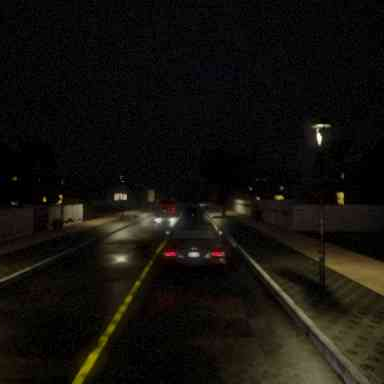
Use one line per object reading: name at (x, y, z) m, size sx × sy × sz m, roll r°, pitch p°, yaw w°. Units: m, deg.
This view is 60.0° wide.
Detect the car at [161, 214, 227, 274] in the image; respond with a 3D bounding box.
car at (0.062, 1.668, 10.965) m, size 2.033 × 1.411 × 5.357 m, roll 0°, pitch -1°, yaw 0°

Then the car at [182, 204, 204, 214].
car at (0.079, 1.841, 30.741) m, size 1.882 × 1.535 × 5.008 m, roll 0°, pitch -1°, yaw 0°

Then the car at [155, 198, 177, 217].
car at (-2.846, 1.671, 37.268) m, size 2.150 × 2.045 × 5.566 m, roll 0°, pitch -1°, yaw 0°
